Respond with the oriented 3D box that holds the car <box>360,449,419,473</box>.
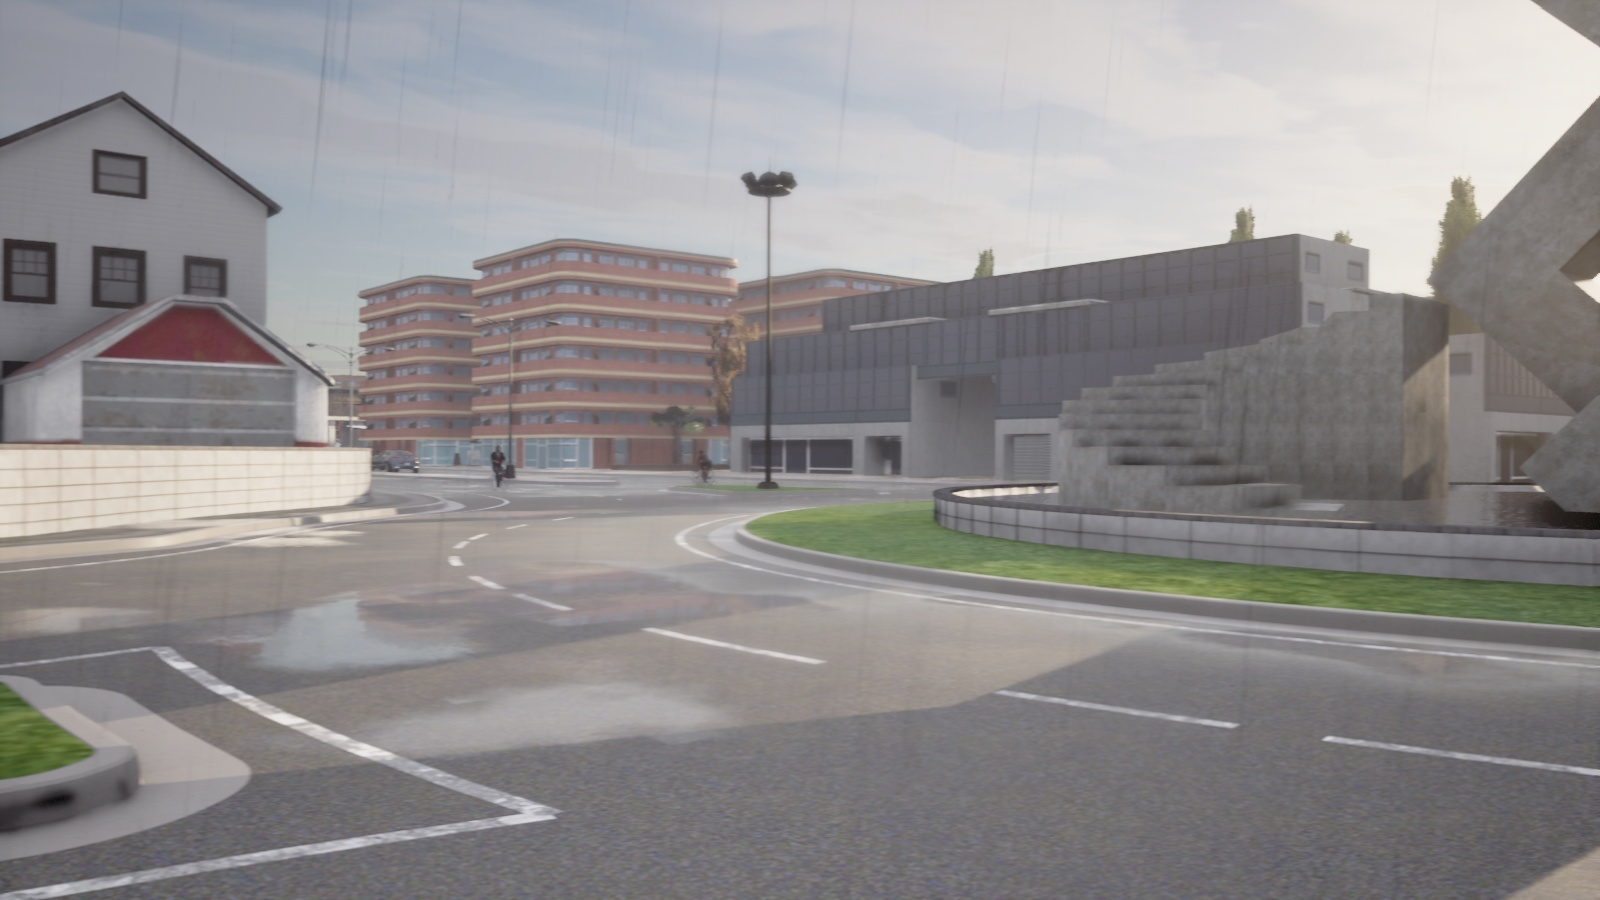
[{"bbox_3d":[-28.048,0.733,85.714,2.152,1.651,5.027,0,0,-40],"label":"car"}]
